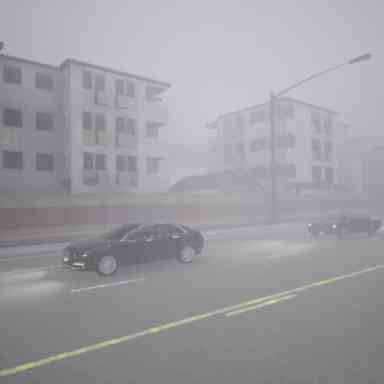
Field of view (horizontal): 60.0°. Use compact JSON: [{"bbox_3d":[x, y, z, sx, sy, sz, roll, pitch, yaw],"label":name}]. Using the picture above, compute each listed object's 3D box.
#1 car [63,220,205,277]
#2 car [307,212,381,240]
[{"bbox_3d":[-1.802,1.753,11.315,4.892,1.490,1.837,0,-1,-36],"label":"car"},{"bbox_3d":[8.623,1.836,18.798,4.718,1.301,1.895,0,-1,-35],"label":"car"}]
